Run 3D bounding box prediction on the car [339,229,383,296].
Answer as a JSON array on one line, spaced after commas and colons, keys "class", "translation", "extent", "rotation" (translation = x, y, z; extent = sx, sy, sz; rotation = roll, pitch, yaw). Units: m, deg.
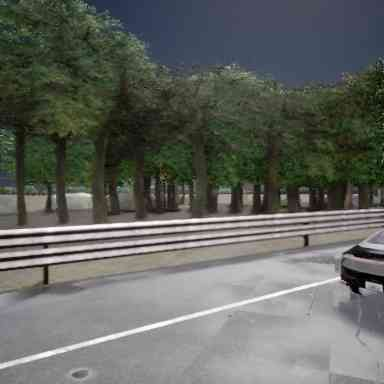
[{"class": "car", "translation": [5.268, 1.487, 7.334], "extent": [4.902, 1.511, 2.128], "rotation": [0, 0, -34]}]
